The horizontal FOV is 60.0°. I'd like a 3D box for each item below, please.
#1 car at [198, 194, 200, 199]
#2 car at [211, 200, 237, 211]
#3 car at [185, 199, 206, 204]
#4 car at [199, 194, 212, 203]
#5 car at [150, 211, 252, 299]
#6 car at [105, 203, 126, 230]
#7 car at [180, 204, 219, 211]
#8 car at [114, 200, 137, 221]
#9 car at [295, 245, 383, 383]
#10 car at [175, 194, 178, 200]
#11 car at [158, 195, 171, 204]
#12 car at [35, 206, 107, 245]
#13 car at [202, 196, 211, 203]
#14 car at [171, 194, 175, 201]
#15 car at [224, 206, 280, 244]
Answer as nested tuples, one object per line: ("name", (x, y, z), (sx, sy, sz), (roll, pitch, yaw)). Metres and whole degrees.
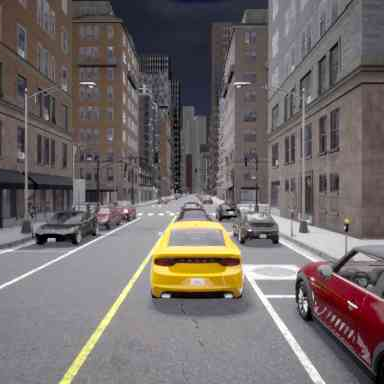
("car", (2.949, 1.615, 74.496), (2.008, 1.369, 4.403), (0, 0, 0))
("car", (2.870, 1.569, 26.588), (1.947, 1.339, 4.313), (0, 0, 0))
("car", (0.014, 1.529, 26.317), (1.812, 1.442, 4.674), (0, 0, 2))
("car", (2.923, 1.483, 63.678), (1.967, 1.590, 4.097), (0, 0, 0))
("car", (0.099, 1.478, 8.512), (1.882, 1.535, 5.008), (0, 0, 0))
("car", (-5.658, 1.584, 21.091), (1.802, 1.307, 4.206), (0, 0, 0))
("car", (0.116, 1.565, 17.506), (1.994, 1.385, 4.181), (0, 0, 0))
("car", (-5.656, 1.443, 26.593), (1.967, 1.590, 4.097), (0, 0, 0))
("car", (2.858, 1.440, 4.582), (1.967, 1.590, 4.097), (0, 0, 0))
("car", (-5.539, 1.636, 90.568), (1.752, 1.417, 4.829), (0, 0, 0))
("car", (-5.601, 1.625, 63.695), (1.802, 1.307, 4.206), (0, 0, 0))
("car", (-5.661, 1.567, 15.590), (1.947, 1.339, 4.313), (0, 0, 0))
("car", (2.936, 1.579, 69.257), (1.752, 1.417, 4.829), (0, 0, 0))
("car", (-5.576, 1.615, 74.512), (2.008, 1.369, 4.403), (0, 0, 0))
("car", (2.864, 1.552, 15.585), (2.008, 1.369, 4.403), (0, 0, 0))
